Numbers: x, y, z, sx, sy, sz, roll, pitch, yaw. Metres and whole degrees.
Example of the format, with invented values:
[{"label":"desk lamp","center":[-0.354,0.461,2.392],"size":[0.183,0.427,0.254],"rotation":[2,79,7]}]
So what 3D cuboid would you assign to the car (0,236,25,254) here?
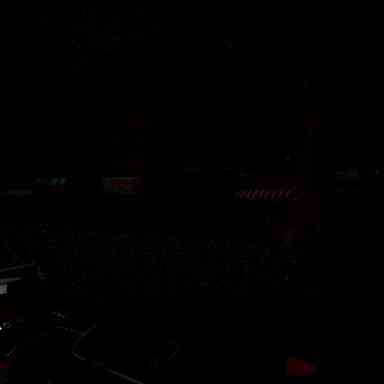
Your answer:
[{"label":"car","center":[-4.361,1.446,5.918],"size":[4.097,1.590,1.967],"rotation":[0,0,36]}]

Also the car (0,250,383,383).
[{"label":"car","center":[0.154,1.441,2.695],"size":[4.097,1.590,1.967],"rotation":[0,0,36]}]
